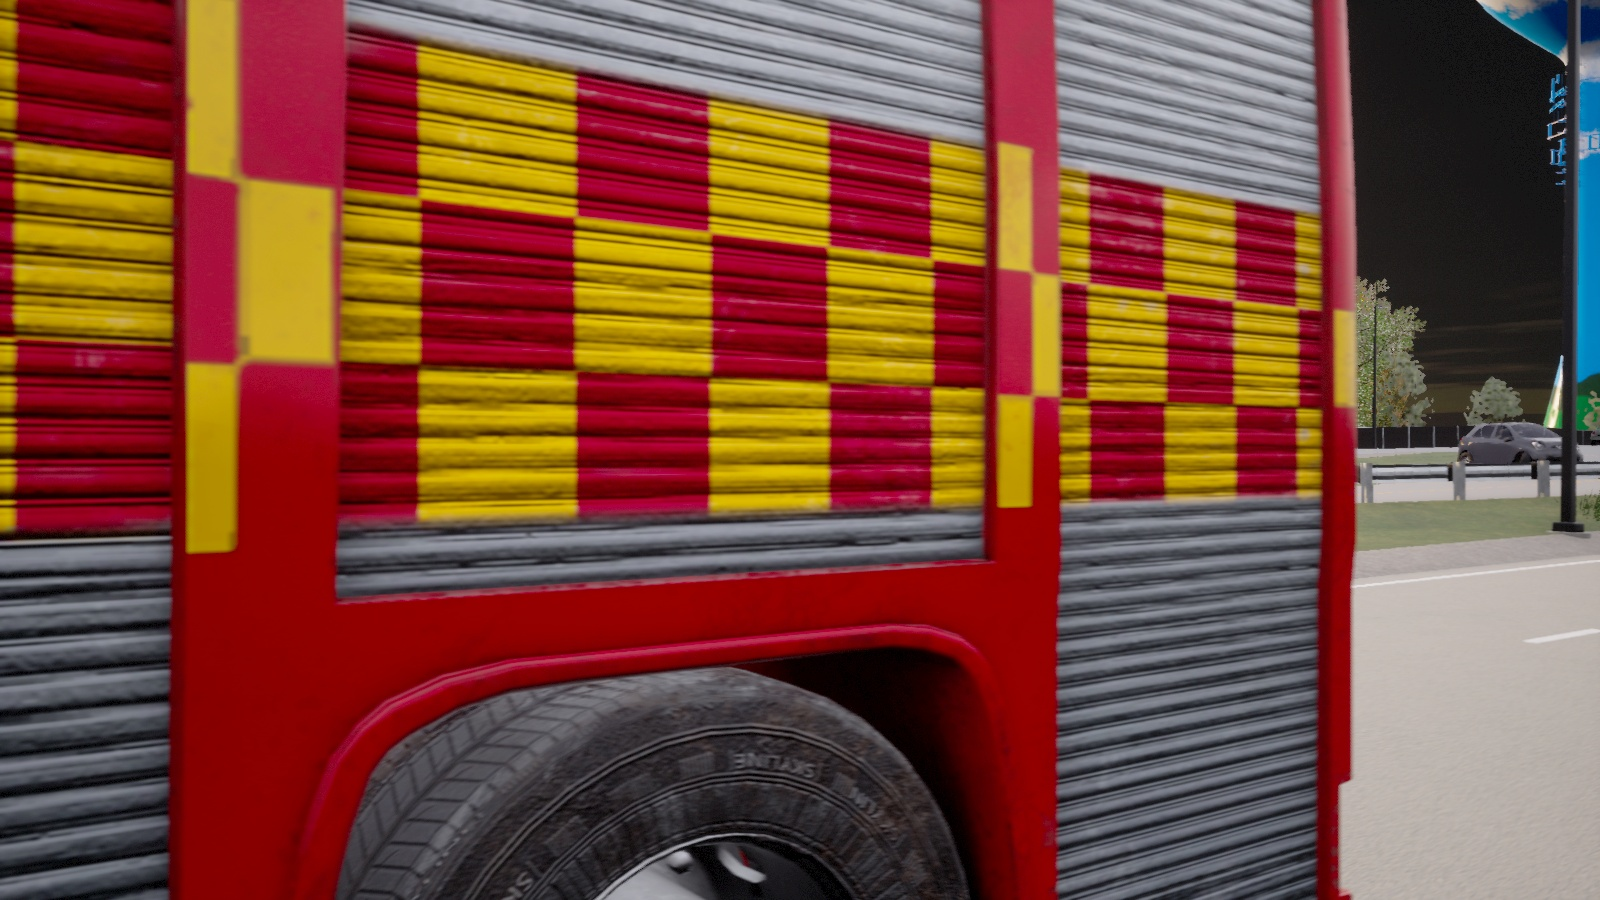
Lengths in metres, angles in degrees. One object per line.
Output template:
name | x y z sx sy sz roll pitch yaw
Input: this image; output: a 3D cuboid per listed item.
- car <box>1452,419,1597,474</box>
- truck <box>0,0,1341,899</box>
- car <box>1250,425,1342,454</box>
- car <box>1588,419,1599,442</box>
car | 20.915 -0.118 36.406 1.845 1.501 3.633 -1 1 -6
truck | -3.137 -0.411 1.481 8.468 3.827 2.891 0 0 -35
car | 24.410 -0.520 61.760 4.718 1.301 1.895 -2 1 -35
car | 52.516 -1.251 80.647 3.806 1.475 1.970 -1 0 -36
